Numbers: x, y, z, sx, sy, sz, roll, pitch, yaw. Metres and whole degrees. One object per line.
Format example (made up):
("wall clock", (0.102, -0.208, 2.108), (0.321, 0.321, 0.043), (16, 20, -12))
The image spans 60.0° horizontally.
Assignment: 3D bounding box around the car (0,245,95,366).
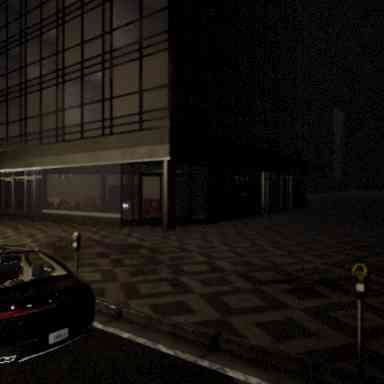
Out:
("car", (-3.431, 1.551, 5.405), (4.403, 1.369, 2.008), (0, 0, 35))
